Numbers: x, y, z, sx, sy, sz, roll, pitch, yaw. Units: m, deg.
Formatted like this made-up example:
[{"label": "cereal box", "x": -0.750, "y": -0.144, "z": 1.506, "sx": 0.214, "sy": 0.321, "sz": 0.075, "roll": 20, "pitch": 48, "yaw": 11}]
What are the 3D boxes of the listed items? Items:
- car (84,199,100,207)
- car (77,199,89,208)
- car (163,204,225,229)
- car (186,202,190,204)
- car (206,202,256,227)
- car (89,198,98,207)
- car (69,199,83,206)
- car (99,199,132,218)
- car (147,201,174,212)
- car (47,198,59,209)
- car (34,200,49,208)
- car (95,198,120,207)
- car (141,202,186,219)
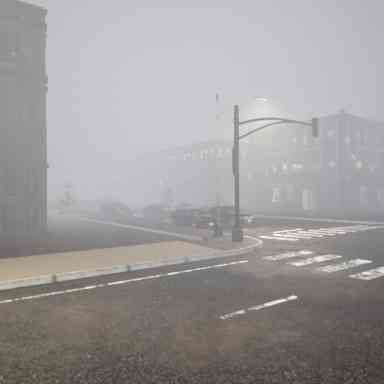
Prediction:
[{"label": "car", "x": -20.312, "y": 2.228, "z": 67.393, "sx": 1.887, "sy": 1.381, "sz": 4.507, "roll": -1, "pitch": 0, "yaw": -35}, {"label": "car", "x": -20.211, "y": 2.195, "z": 62.807, "sx": 1.812, "sy": 1.442, "sz": 4.674, "roll": -1, "pitch": 0, "yaw": -35}, {"label": "car", "x": 0.014, "y": 1.814, "z": 24.074, "sx": 1.947, "sy": 1.339, "sz": 4.313, "roll": -1, "pitch": 0, "yaw": -35}, {"label": "car", "x": -1.088, "y": 1.904, "z": 40.313, "sx": 1.802, "sy": 1.307, "sz": 4.206, "roll": -2, "pitch": 0, "yaw": -35}, {"label": "car", "x": 2.693, "y": 1.738, "z": 25.001, "sx": 1.812, "sy": 1.442, "sz": 4.674, "roll": -1, "pitch": 0, "yaw": -34}, {"label": "car", "x": -17.114, "y": 1.940, "z": 62.880, "sx": 2.192, "sy": 1.841, "sz": 5.009, "roll": -1, "pitch": 0, "yaw": -35}, {"label": "car", "x": -26.720, "y": 2.364, "z": 76.421, "sx": 1.947, "sy": 1.339, "sz": 4.313, "roll": -1, "pitch": 0, "yaw": -35}, {"label": "car", "x": -7.923, "y": 1.846, "z": 35.460, "sx": 1.967, "sy": 1.590, "sz": 4.097, "roll": -1, "pitch": 0, "yaw": -35}, {"label": "car", "x": -4.291, "y": 1.966, "z": 44.826, "sx": 1.802, "sy": 1.307, "sz": 4.206, "roll": -2, "pitch": 0, "yaw": -35}, {"label": "car", "x": -23.842, "y": 2.233, "z": 57.889, "sx": 1.752, "sy": 1.417, "sz": 4.829, "roll": -1, "pitch": 0, "yaw": -35}, {"label": "car", "x": -30.349, "y": 2.376, "z": 67.055, "sx": 2.008, "sy": 1.369, "sz": 4.403, "roll": -1, "pitch": 0, "yaw": -35}, {"label": "car", "x": -10.462, "y": 1.961, "z": 43.549, "sx": 2.128, "sy": 1.511, "sz": 4.902, "roll": -1, "pitch": 0, "yaw": -36}, {"label": "car", "x": -3.253, "y": 1.877, "z": 33.370, "sx": 2.033, "sy": 1.411, "sz": 5.357, "roll": -1, "pitch": 0, "yaw": -36}]
